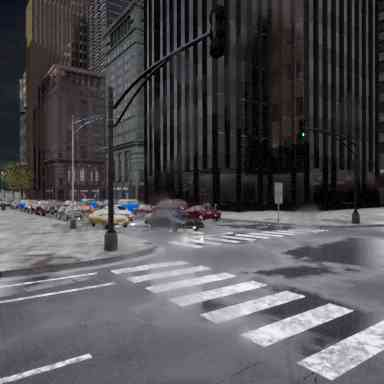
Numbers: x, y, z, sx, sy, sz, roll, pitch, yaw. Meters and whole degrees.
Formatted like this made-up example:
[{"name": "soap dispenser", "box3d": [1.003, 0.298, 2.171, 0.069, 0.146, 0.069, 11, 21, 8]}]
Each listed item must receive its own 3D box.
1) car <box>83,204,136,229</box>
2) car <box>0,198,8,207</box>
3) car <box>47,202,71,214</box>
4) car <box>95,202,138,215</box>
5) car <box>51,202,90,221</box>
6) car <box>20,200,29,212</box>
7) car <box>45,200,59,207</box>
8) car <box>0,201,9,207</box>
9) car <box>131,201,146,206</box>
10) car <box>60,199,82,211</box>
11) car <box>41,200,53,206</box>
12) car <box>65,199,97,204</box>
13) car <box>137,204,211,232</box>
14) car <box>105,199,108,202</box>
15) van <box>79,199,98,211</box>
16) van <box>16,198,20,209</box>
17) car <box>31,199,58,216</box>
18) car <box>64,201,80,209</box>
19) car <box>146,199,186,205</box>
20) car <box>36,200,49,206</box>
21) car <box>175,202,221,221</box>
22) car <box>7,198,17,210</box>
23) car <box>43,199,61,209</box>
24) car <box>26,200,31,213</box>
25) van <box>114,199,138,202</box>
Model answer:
[{"name": "car", "box3d": [-6.183, 1.843, 24.435, 1.752, 1.417, 4.829, -1, 0, -35]}, {"name": "car", "box3d": [-41.134, 2.666, 73.761, 1.887, 1.381, 4.507, -1, 0, -35]}, {"name": "car", "box3d": [-18.804, 2.145, 46.955, 2.128, 1.511, 4.902, 0, -1, -35]}, {"name": "car", "box3d": [-6.958, 1.902, 30.150, 1.812, 1.442, 4.674, 0, -1, -35]}, {"name": "car", "box3d": [-11.930, 2.004, 32.546, 2.008, 1.369, 4.403, -1, 0, -35]}, {"name": "car", "box3d": [-23.231, 2.156, 48.492, 1.967, 1.590, 4.097, -1, 0, -35]}, {"name": "car", "box3d": [-31.574, 2.594, 75.015, 1.947, 1.339, 4.313, -1, 0, -35]}, {"name": "car", "box3d": [-44.242, 2.770, 78.148, 1.802, 1.307, 4.206, -1, 0, -35]}, {"name": "car", "box3d": [-5.189, 2.004, 37.803, 1.802, 1.307, 4.206, -1, 0, -35]}, {"name": "car", "box3d": [-19.563, 2.069, 53.510, 2.097, 1.767, 4.553, 0, -1, -36]}, {"name": "car", "box3d": [-34.583, 2.659, 79.261, 1.947, 1.339, 4.313, -1, 0, -35]}, {"name": "car", "box3d": [-12.830, 1.866, 38.450, 2.097, 1.767, 4.553, 0, -1, -35]}, {"name": "car", "box3d": [-1.366, 1.791, 22.203, 2.033, 1.411, 5.357, 0, -1, -35]}, {"name": "car", "box3d": [-11.067, 1.875, 46.111, 2.192, 1.841, 5.009, -1, 0, -35]}, {"name": "van", "box3d": [-16.940, 2.037, 54.419, 1.690, 1.788, 3.998, -1, 0, -35]}, {"name": "van", "box3d": [-26.058, 2.122, 52.479, 1.690, 1.788, 3.998, -1, 0, -35]}, {"name": "car", "box3d": [-17.585, 1.900, 40.519, 2.192, 1.841, 5.009, -1, 0, -35]}, {"name": "car", "box3d": [-22.551, 2.406, 62.282, 1.802, 1.307, 4.206, -1, 0, -35]}, {"name": "car", "box3d": [-2.258, 1.668, 33.649, 2.192, 1.841, 5.009, -1, 0, -35]}, {"name": "car", "box3d": [-37.590, 2.709, 83.505, 2.008, 1.369, 4.403, -1, 0, -35]}, {"name": "car", "box3d": [0.683, 1.828, 29.495, 1.887, 1.381, 4.507, -1, 0, -35]}, {"name": "car", "box3d": [-31.809, 2.353, 60.597, 1.967, 1.590, 4.097, -1, 0, -35]}, {"name": "car", "box3d": [-26.932, 2.238, 63.874, 2.097, 1.767, 4.553, 0, -1, -35]}, {"name": "car", "box3d": [-20.405, 2.195, 44.506, 1.887, 1.381, 4.507, -1, 0, -35]}, {"name": "van", "box3d": [-8.131, 1.832, 41.957, 1.690, 1.788, 3.998, -1, 0, -35]}]
